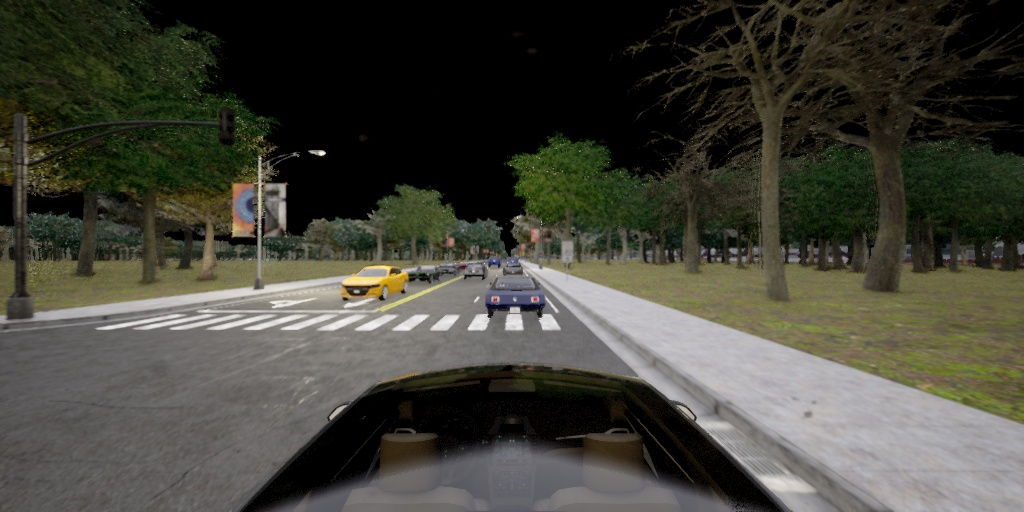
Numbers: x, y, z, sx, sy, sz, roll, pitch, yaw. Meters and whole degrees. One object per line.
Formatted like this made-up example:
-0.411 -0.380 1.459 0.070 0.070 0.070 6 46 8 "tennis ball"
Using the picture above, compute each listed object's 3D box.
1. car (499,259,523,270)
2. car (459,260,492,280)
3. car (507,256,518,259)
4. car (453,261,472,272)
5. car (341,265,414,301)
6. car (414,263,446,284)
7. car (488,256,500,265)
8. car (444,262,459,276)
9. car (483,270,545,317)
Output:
0.099 1.273 34.726 2.128 1.511 4.902 0 0 0 "car"
-3.153 1.325 32.009 2.033 1.411 5.357 0 0 0 "car"
0.087 1.047 61.288 2.150 2.045 5.566 0 0 0 "car"
-6.502 1.403 47.410 1.895 1.301 4.718 0 0 0 "car"
-6.599 1.240 17.739 1.882 1.535 5.008 0 0 0 "car"
-6.588 1.373 27.145 1.895 1.301 4.718 0 0 0 "car"
-3.150 1.043 65.027 2.150 2.045 5.566 0 -1 -1 "car"
-6.559 1.349 37.203 1.994 1.385 4.181 0 0 0 "car"
0.099 1.359 13.194 1.895 1.301 4.718 0 0 0 "car"
